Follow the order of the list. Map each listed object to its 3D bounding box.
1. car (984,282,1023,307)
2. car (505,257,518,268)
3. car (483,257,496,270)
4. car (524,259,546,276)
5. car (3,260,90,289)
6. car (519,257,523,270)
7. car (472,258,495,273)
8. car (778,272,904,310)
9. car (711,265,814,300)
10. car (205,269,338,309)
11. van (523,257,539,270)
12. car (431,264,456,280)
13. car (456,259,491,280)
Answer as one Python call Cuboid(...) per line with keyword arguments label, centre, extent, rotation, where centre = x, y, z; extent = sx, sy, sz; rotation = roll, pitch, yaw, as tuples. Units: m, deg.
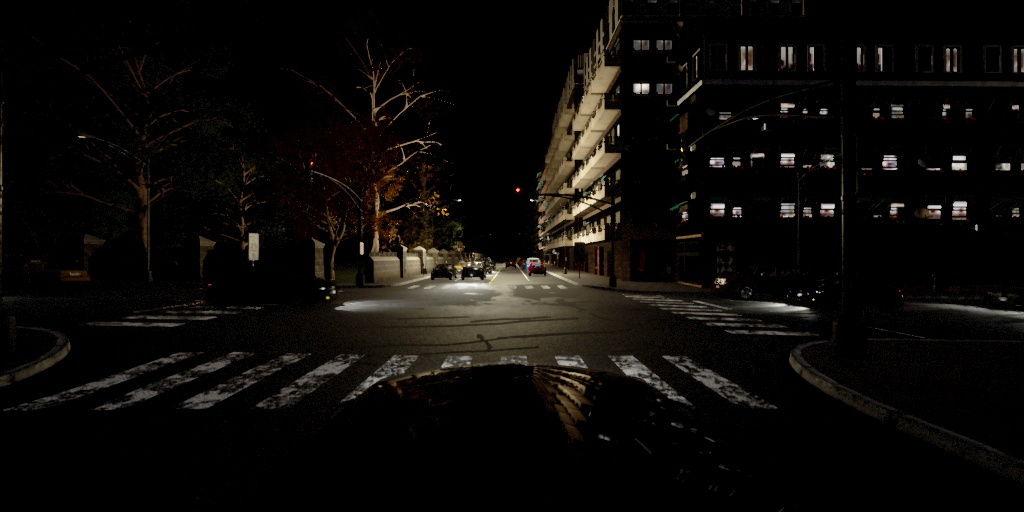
Cuboid(label="car", centre=(24.948, 1.764, 16.545), extent=(4.674, 1.442, 1.812), rotation=(1, 0, -1))
Cuboid(label="car", centre=(-0.188, 1.349, 61.021), extent=(2.033, 1.411, 5.357), rotation=(0, 0, -1))
Cuboid(label="car", centre=(-3.330, 1.278, 51.749), extent=(2.128, 1.511, 4.902), rotation=(0, 0, 0))
Cuboid(label="car", centre=(2.522, 1.314, 36.880), extent=(1.888, 1.381, 4.507), rotation=(0, 0, 0))
Cuboid(label="car", centre=(-24.822, 0.883, 18.410), extent=(4.829, 1.417, 1.751), rotation=(0, 0, -1))
Cuboid(label="car", centre=(2.439, 1.229, 53.770), extent=(1.967, 1.591, 4.097), rotation=(0, 0, 0))
Cuboid(label="car", centre=(-3.286, 1.279, 41.337), extent=(1.837, 1.490, 4.892), rotation=(0, 0, 0))
Cuboid(label="car", centre=(15.112, 1.623, 16.398), extent=(4.181, 1.385, 1.994), rotation=(1, 0, -1))
Cuboid(label="car", centre=(13.369, 1.353, 18.961), extent=(5.009, 1.841, 2.192), rotation=(0, 0, -1))
Cuboid(label="car", centre=(-8.975, 1.189, 13.697), extent=(4.181, 1.385, 1.994), rotation=(1, 0, -12))
Cuboid(label="van", centre=(2.495, 1.116, 42.510), extent=(1.690, 1.789, 3.998), rotation=(0, 0, 0))
Cuboid(label="car", centre=(-5.831, 1.330, 31.209), extent=(1.948, 1.339, 4.313), rotation=(0, 0, 0))
Cuboid(label="car", centre=(-3.234, 1.255, 31.038), extent=(2.128, 1.511, 4.902), rotation=(0, 0, 0))
